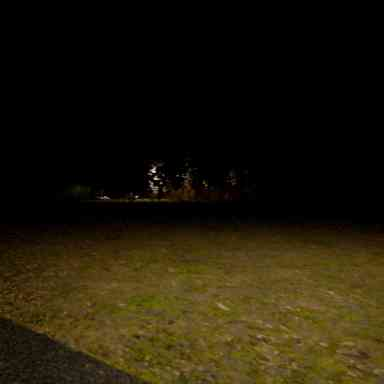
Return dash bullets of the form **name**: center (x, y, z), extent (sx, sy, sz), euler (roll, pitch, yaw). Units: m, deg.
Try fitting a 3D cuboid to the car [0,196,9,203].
- **car**: center (-42.555, 1.609, 72.262), extent (1.837, 1.490, 4.892), euler (0, 0, 34)
